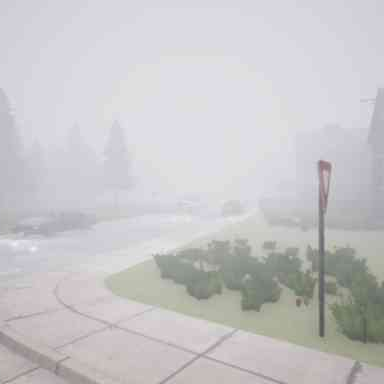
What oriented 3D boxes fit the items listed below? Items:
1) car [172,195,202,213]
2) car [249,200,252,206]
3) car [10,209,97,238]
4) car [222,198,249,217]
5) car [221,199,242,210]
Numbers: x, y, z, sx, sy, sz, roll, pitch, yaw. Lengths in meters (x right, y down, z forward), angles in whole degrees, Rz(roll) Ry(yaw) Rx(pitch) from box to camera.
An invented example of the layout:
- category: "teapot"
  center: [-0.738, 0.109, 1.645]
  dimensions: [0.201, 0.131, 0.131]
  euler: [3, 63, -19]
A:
- category: "car"
  center: [-0.469, 1.390, 39.915]
  dimensions: [2.150, 2.045, 5.566]
  euler: [0, 0, 19]
- category: "car"
  center: [8.690, 1.722, 55.183]
  dimensions: [2.033, 1.411, 5.357]
  euler: [0, 0, 19]
- category: "car"
  center: [-7.714, 1.695, 19.296]
  dimensions: [2.033, 1.411, 5.357]
  euler: [0, 0, 19]
- category: "car"
  center: [4.164, 1.598, 33.302]
  dimensions: [1.816, 1.474, 4.193]
  euler: [-6, -2, 17]
- category: "car"
  center: [5.513, 1.729, 45.969]
  dimensions: [1.994, 1.385, 4.181]
  euler: [0, 0, 20]
